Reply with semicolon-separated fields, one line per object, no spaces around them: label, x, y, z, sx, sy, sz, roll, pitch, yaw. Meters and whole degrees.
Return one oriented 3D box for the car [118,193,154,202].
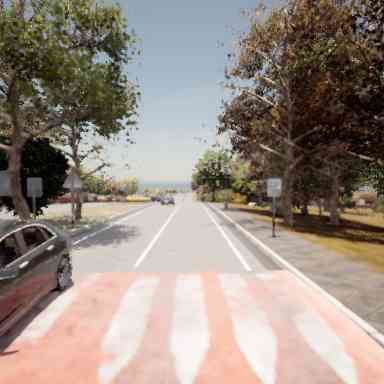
car;-10.326;1.264;61.237;5.366;1.575;1.946;0;-1;0

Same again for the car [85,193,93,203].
car;-23.633;1.134;66.973;5.566;2.045;2.435;0;-1;0

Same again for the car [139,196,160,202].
car;-10.570;1.801;83.424;5.008;1.535;2.097;0;-2;0

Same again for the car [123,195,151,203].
car;-10.524;1.317;64.005;4.892;1.521;2.231;0;-1;0

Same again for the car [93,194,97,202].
car;-23.427;1.449;69.736;5.366;1.575;1.946;0;-1;0

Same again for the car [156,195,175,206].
car;-3.464;1.161;47.511;2.128;1.511;4.902;0;0;0

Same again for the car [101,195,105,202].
car;-23.600;1.544;78.044;4.553;1.767;2.185;0;-2;0

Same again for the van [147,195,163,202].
van;-10.475;1.868;94.531;4.442;1.987;1.878;0;-2;0

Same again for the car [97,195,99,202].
car;-23.612;1.524;72.502;4.892;1.521;2.231;0;-2;0

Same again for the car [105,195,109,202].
car;-23.633;1.739;80.685;5.008;1.535;2.097;0;-2;0

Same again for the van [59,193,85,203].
van;-23.716;1.101;64.081;4.442;1.987;1.878;0;-1;0

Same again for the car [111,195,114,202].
car;-23.645;1.889;86.349;4.892;1.521;2.231;0;-2;0

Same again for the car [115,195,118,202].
car;-23.480;2.031;91.889;5.366;1.575;1.946;0;-2;0

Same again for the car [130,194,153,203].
car;-10.563;1.314;69.556;4.553;1.767;2.185;0;-2;0

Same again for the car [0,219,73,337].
car;-3.378;1.302;5.034;1.837;1.490;4.892;-1;5;0

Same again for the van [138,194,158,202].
van;-10.675;1.503;80.654;4.442;1.987;1.878;0;-2;0

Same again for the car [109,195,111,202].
car;-23.640;1.815;83.580;5.008;1.535;2.097;0;-2;0

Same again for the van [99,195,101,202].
van;-23.742;1.371;75.277;4.442;1.987;1.878;0;-2;0
